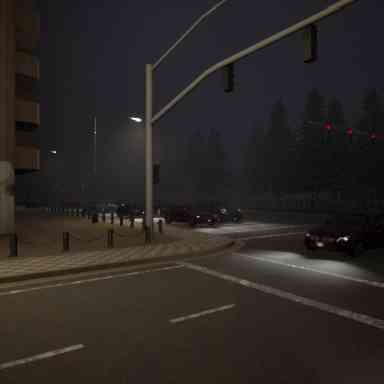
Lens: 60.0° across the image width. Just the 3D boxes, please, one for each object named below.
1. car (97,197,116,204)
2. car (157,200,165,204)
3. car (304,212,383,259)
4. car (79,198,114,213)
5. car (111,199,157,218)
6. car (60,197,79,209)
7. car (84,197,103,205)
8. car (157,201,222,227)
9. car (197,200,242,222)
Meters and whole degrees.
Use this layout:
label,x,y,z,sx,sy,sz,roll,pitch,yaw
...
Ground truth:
label,x,y,z,sx,sy,sz,roll,pitch,yaw
car,-16.662,1.656,64.508,1.895,1.301,4.718,0,0,-36
car,-3.342,1.547,33.734,2.128,1.511,4.902,0,0,-36
car,6.292,1.534,12.765,4.674,1.442,1.812,0,0,-35
car,-11.146,1.656,38.586,1.895,1.301,4.718,0,0,-36
car,-5.403,1.619,30.602,1.994,1.385,4.181,0,0,-36
car,-17.256,1.533,47.131,1.882,1.535,5.008,0,0,-35
car,-17.987,1.656,60.388,1.895,1.301,4.718,0,0,-36
car,-0.286,1.581,23.533,1.812,1.442,4.674,0,0,-37
car,1.895,1.407,26.465,2.097,1.767,4.553,0,0,-36
